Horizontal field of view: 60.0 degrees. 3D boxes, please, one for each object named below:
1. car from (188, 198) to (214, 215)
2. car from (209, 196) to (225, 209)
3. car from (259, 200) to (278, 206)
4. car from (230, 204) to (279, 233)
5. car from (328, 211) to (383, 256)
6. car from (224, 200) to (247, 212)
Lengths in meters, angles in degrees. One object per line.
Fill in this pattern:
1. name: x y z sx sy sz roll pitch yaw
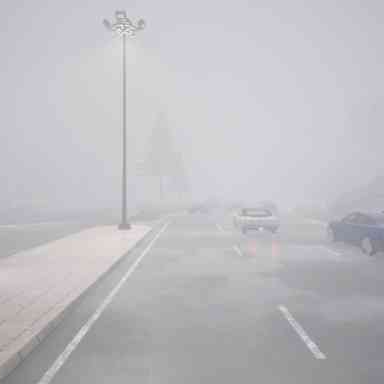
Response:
1. car: 0.861 1.600 34.360 1.895 1.301 4.718 0 0 8
2. car: 3.281 1.351 44.369 2.097 1.767 4.553 0 0 16
3. car: 8.014 1.525 34.979 1.812 1.442 4.674 0 0 11
4. car: 3.599 1.600 19.504 1.895 1.301 4.718 0 0 0
5. car: 7.098 1.477 13.147 1.882 1.535 5.008 0 0 0
6. car: 5.327 1.600 38.768 1.895 1.301 4.718 0 0 14
